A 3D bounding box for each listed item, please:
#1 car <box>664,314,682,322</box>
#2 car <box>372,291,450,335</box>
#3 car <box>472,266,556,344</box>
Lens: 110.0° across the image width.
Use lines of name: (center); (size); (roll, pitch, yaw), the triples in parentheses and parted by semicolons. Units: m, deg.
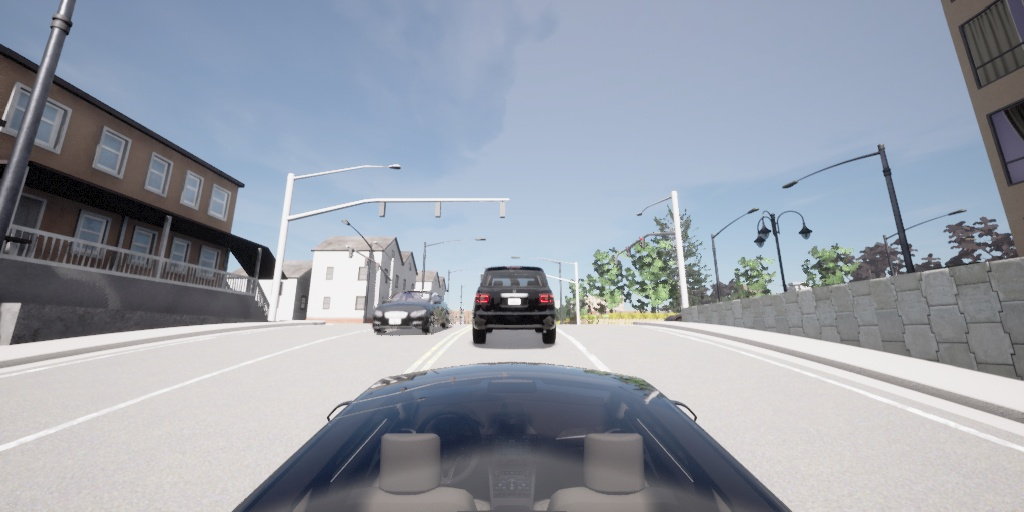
car: (15.862, 5.442, 31.688); (4.553, 1.767, 2.097); (0, -12, 1)
car: (-3.572, 2.063, 13.468); (2.128, 1.511, 4.902); (0, -8, 0)
car: (0.062, 1.498, 11.141); (2.150, 2.045, 5.566); (0, -7, 0)
